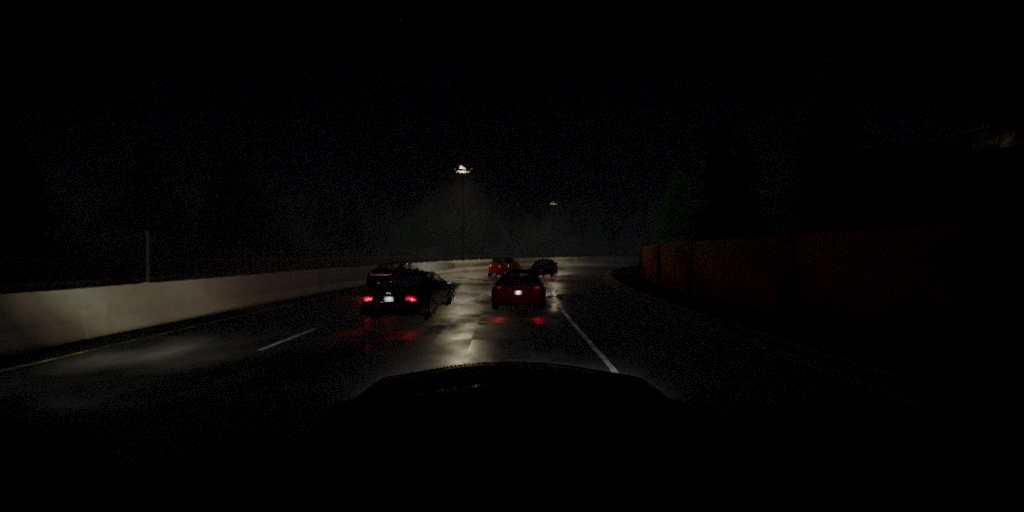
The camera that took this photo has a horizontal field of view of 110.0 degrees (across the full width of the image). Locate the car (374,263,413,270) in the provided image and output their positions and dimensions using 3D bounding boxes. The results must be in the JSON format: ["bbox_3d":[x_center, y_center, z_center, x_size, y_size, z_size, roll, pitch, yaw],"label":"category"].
[{"bbox_3d":[-6.263,1.105,20.045,2.128,1.511,4.902,0,0,6],"label":"car"}]

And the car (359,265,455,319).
[{"bbox_3d":[-3.310,1.218,12.360,2.033,1.411,5.357,0,0,2],"label":"car"}]

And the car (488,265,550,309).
[{"bbox_3d":[0.306,1.218,14.354,1.994,1.385,4.181,0,0,3],"label":"car"}]

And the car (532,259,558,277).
[{"bbox_3d":[3.016,0.993,32.316,1.882,1.535,5.008,0,0,14],"label":"car"}]

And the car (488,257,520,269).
[{"bbox_3d":[-0.598,0.871,32.177,2.097,1.767,4.553,0,0,13],"label":"car"}]
